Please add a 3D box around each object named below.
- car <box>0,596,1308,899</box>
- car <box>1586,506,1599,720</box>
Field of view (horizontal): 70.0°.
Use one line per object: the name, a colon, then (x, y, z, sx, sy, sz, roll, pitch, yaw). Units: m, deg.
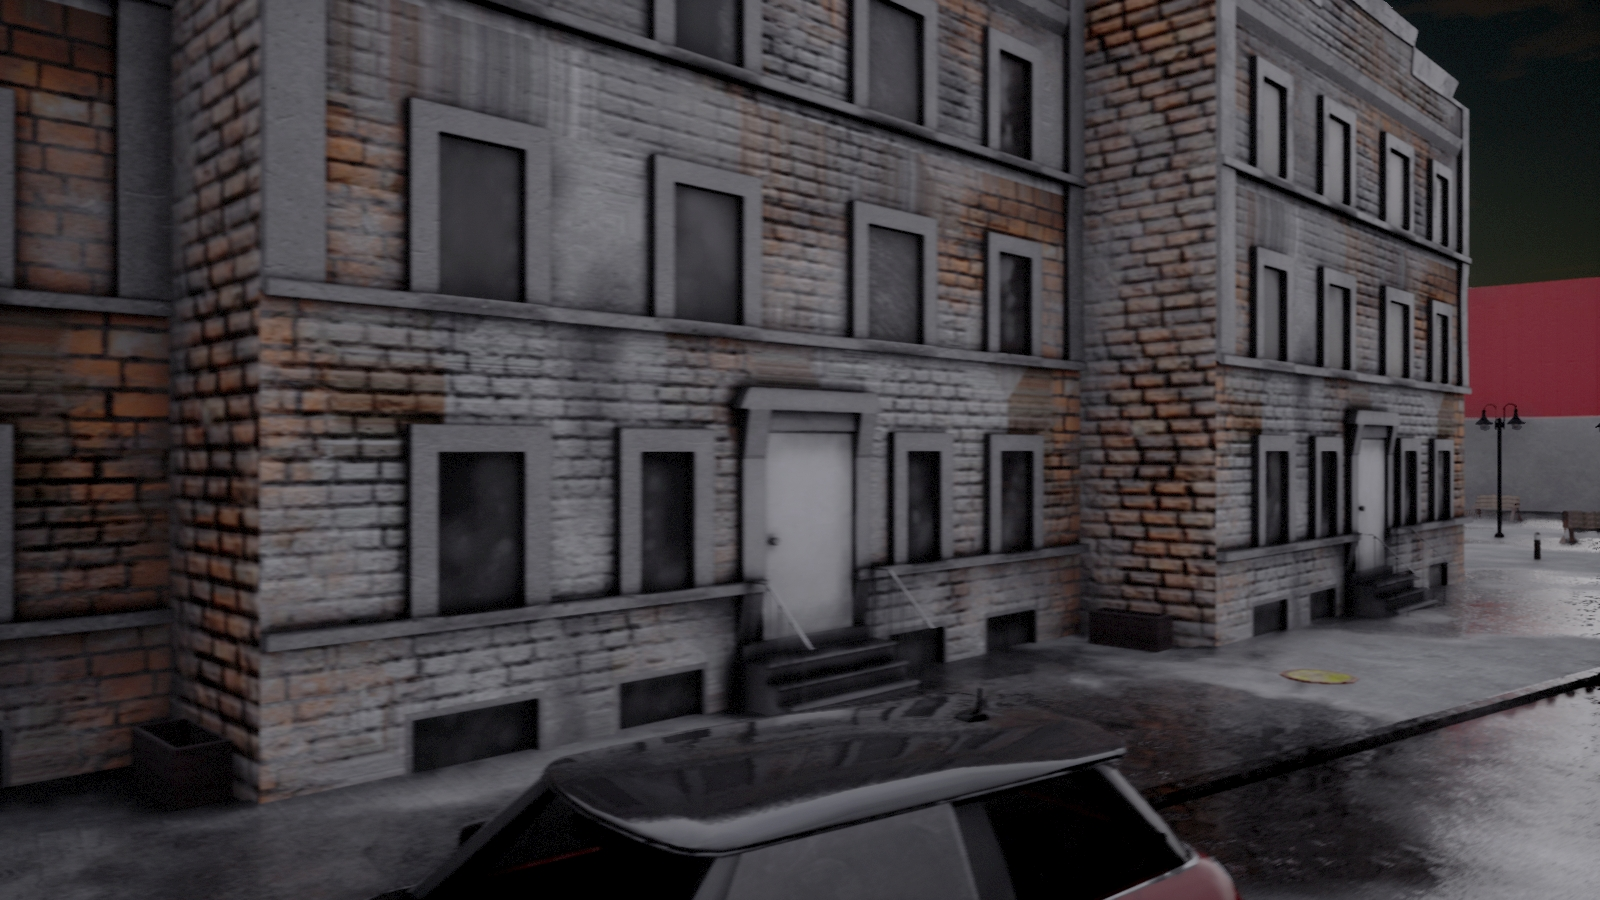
car: (-0.426, 1.686, 4.113, 4.553, 1.767, 2.097, 0, 0, -35)
car: (10.522, 1.555, 11.842, 5.566, 2.045, 2.150, -1, 0, -36)
